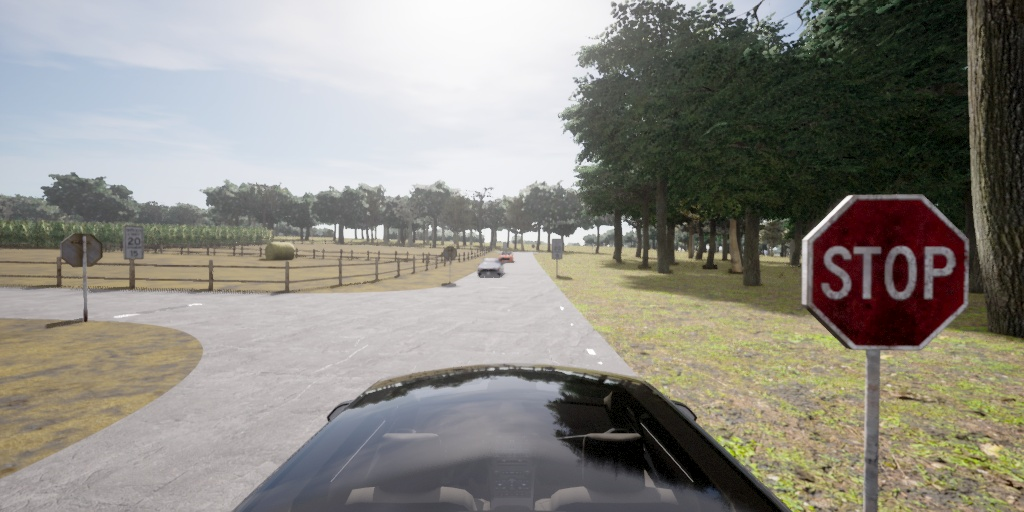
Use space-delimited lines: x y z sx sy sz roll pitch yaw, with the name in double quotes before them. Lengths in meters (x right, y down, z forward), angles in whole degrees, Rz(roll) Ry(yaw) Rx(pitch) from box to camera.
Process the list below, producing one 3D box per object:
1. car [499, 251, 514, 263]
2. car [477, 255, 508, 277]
"car" -0.824 0.086 52.692 2.097 1.767 4.553 0 2 2
"car" -1.680 0.882 29.565 2.033 1.411 5.357 0 1 2
